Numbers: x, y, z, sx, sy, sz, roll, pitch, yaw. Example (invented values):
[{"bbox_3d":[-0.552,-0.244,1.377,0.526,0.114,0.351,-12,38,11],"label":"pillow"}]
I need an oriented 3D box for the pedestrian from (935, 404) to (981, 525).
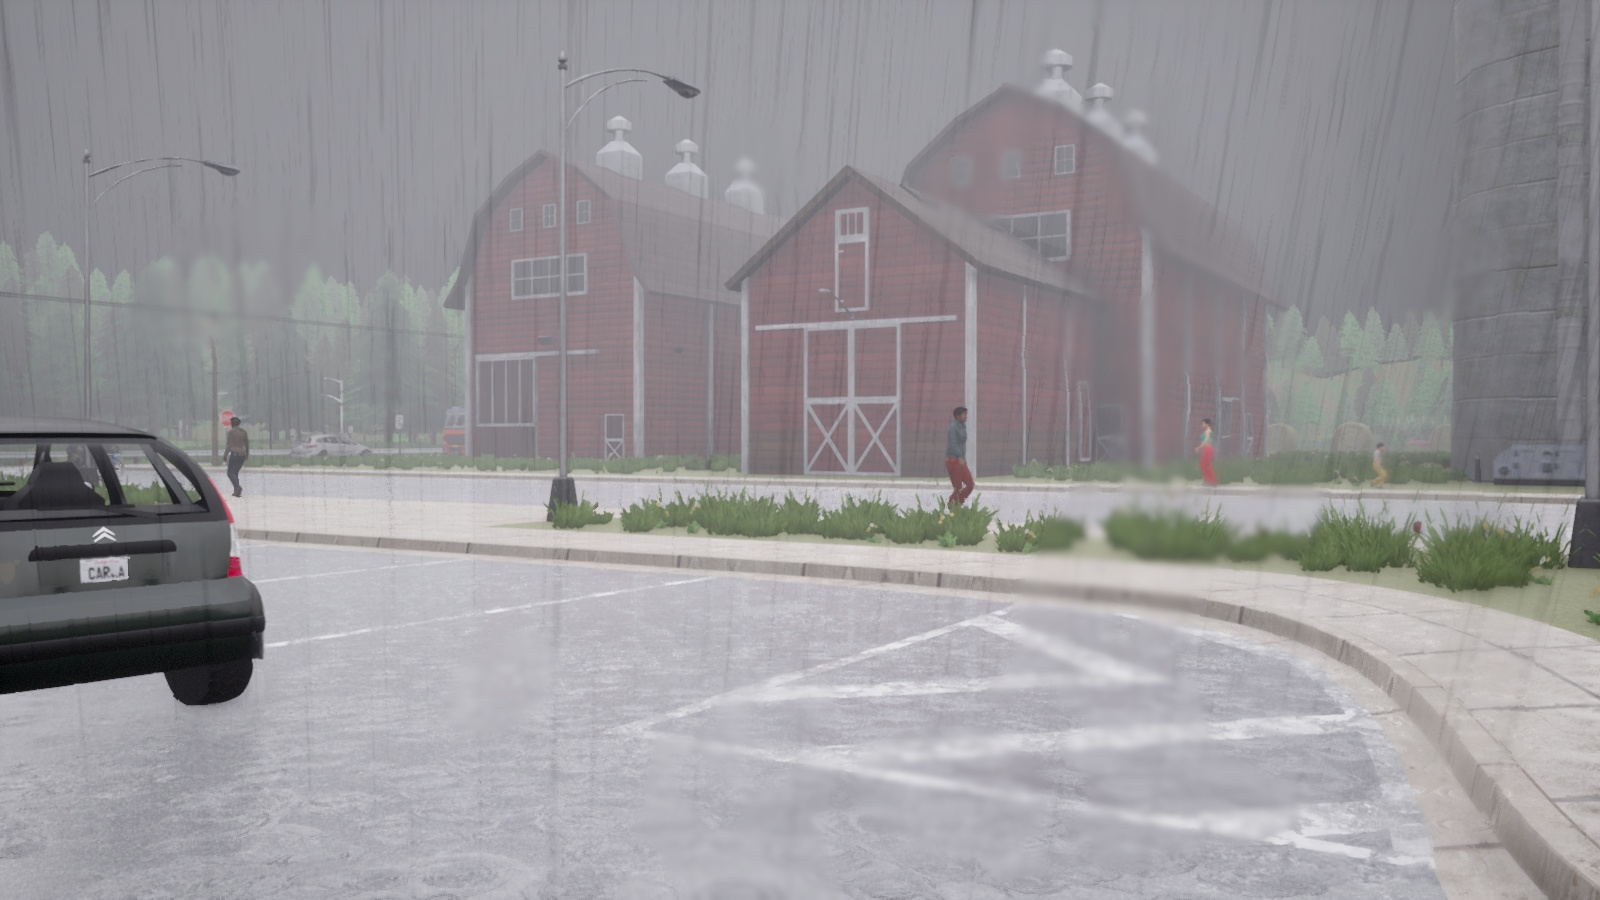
[{"bbox_3d":[2.454,0.212,19.468,0.614,1.847,0.353,0,1,30],"label":"pedestrian"}]

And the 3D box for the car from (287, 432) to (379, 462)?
[{"bbox_3d":[-26.971,-0.197,72.685,2.242,1.667,4.611,0,1,31],"label":"car"}]

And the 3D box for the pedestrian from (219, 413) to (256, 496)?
[{"bbox_3d":[-12.382,0.097,27.631,0.869,1.805,0.328,1,1,34],"label":"pedestrian"}]

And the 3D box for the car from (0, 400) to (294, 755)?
[{"bbox_3d":[-4.881,0.560,7.347,3.988,1.617,1.851,1,1,39],"label":"car"}]

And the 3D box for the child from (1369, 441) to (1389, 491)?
[{"bbox_3d":[14.754,0.393,32.014,0.437,1.263,0.270,0,1,29],"label":"child"}]

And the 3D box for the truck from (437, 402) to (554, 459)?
[{"bbox_3d":[-21.377,-1.353,88.590,2.891,3.827,8.468,0,1,31],"label":"truck"}]

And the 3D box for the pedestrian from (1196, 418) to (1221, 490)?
[{"bbox_3d":[10.627,0.098,32.672,0.594,1.836,0.345,0,1,25],"label":"pedestrian"}]
